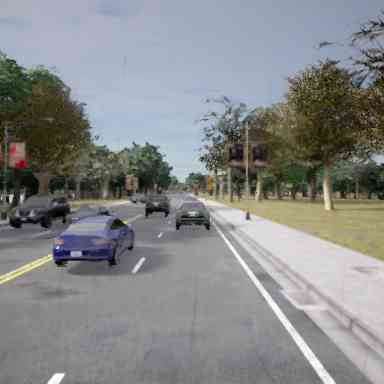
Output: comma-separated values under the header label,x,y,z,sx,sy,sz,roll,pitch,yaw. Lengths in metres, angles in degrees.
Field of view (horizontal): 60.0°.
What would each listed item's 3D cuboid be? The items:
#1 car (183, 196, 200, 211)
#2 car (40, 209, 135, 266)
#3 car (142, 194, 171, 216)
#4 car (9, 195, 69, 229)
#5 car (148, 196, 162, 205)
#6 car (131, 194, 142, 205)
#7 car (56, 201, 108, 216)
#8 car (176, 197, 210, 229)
label,x,y,z,sx,sy,sz,roll,pitch,yaw
car,-0.093,1.408,42.496,2.097,1.767,4.553,0,0,0
car,-3.170,1.531,11.402,1.812,1.442,4.674,0,0,0
car,-3.280,1.259,32.804,2.150,2.045,5.566,0,0,-1
car,-9.909,1.240,22.308,2.150,2.045,5.566,0,0,0
car,-6.926,1.598,63.359,2.128,1.511,4.902,0,0,0
car,-10.175,1.324,63.984,2.150,2.045,5.566,0,0,0
car,-6.656,1.510,21.659,2.128,1.511,4.902,0,0,0
car,0.041,1.370,21.797,2.097,1.767,4.553,0,0,0
